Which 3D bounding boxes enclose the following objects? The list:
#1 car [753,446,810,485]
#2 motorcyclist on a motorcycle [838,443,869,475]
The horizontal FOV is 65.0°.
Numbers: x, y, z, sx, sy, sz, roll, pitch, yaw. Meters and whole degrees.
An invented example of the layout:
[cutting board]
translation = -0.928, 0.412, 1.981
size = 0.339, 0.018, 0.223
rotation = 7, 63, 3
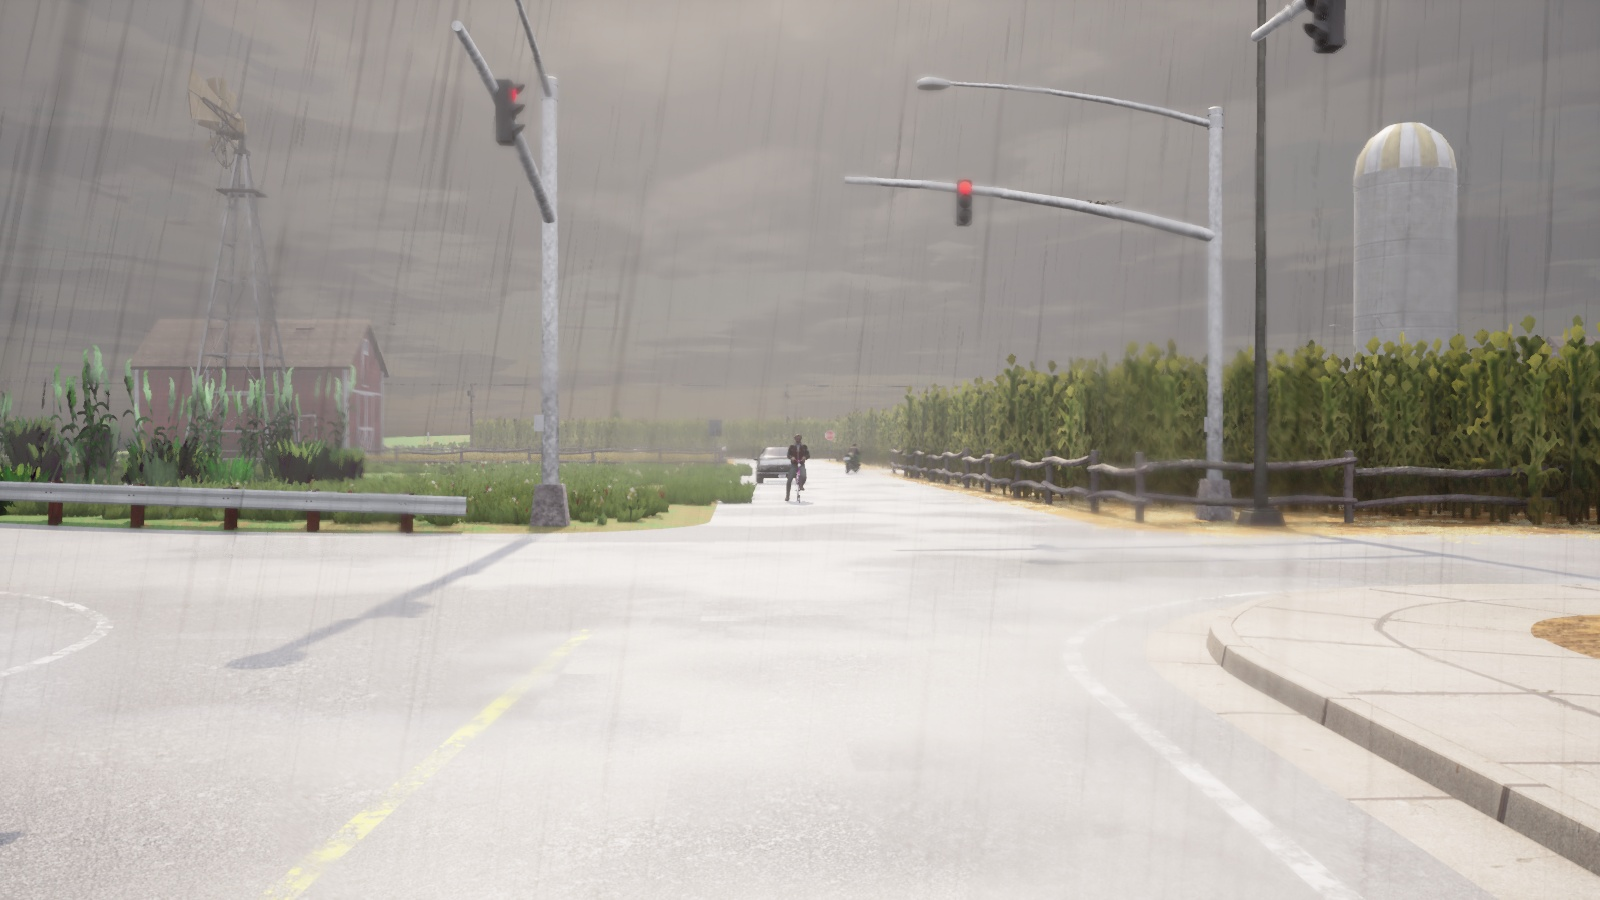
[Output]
[car]
translation = -0.759, 0.556, 48.281
size = 2.033, 1.411, 5.357
rotation = 0, 0, -3
[motorcyclist on a motorcycle]
translation = 2.641, 0.416, 61.920
size = 0.797, 1.523, 2.044
rotation = 3, 2, 22
